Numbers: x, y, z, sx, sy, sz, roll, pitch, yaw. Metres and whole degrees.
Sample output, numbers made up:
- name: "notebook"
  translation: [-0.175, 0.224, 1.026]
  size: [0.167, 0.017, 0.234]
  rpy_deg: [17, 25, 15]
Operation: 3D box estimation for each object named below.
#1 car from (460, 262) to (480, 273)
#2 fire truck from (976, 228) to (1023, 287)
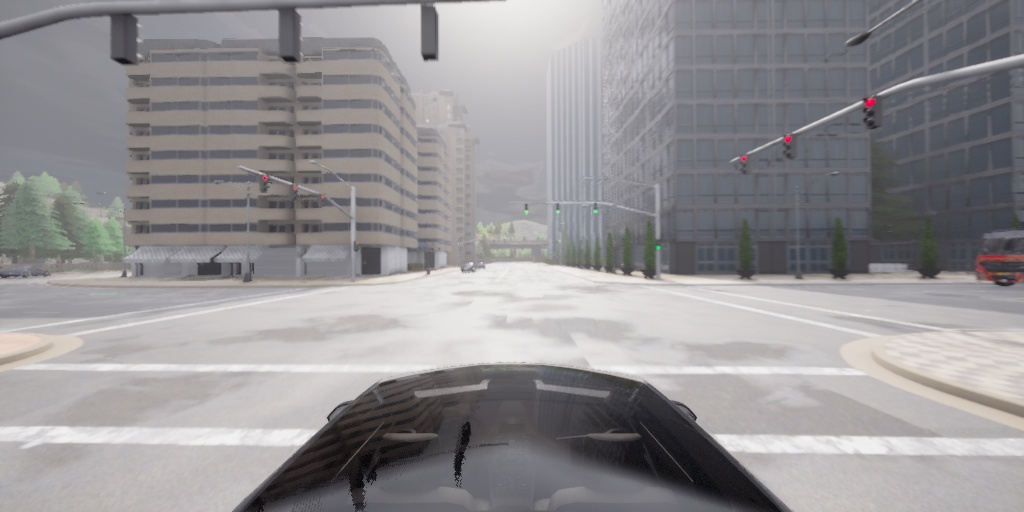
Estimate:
- name: "car"
  translation: [-6.325, 1.662, 52.343]
  size: [2.128, 1.511, 4.902]
  rpy_deg: [0, 0, 1]
- name: "fire truck"
  translation: [33.523, 0.004, 21.343]
  size: [8.468, 3.827, 2.891]
  rpy_deg: [0, 0, 1]
